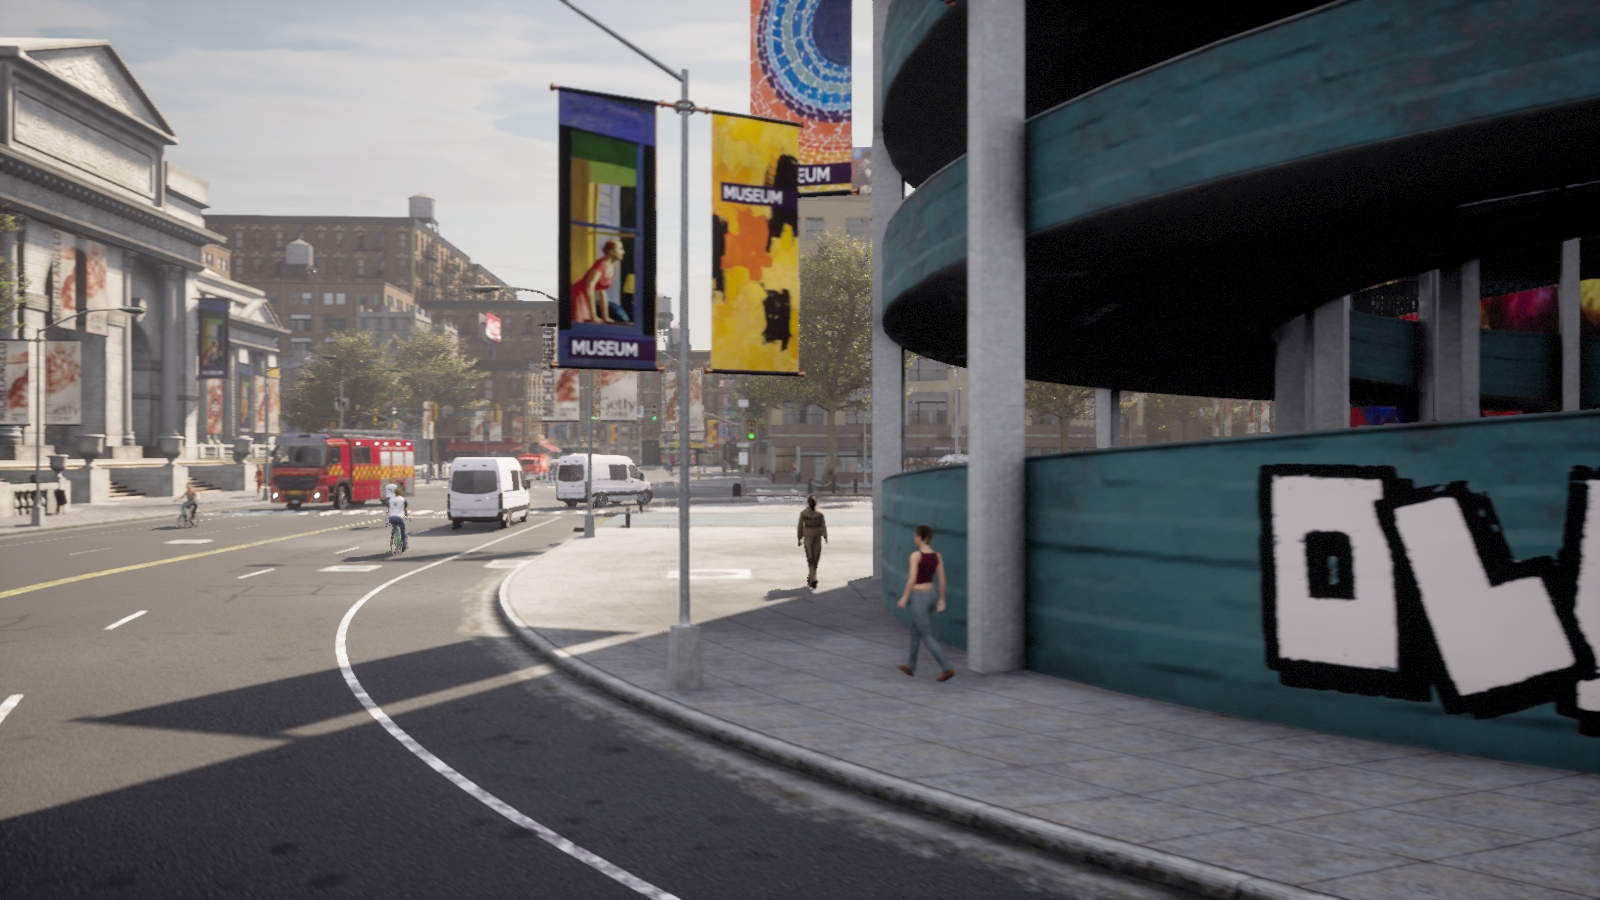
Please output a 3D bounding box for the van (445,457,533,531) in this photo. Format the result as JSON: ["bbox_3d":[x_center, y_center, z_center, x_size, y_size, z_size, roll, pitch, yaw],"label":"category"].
[{"bbox_3d":[-11.525,1.555,42.793,1.988,2.561,5.915,0,0,-3],"label":"van"}]

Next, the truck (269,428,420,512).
[{"bbox_3d":[-22.121,0.914,56.097,2.891,3.827,8.468,0,0,10],"label":"truck"}]

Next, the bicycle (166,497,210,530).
[{"bbox_3d":[-21.953,2.271,41.014,0.859,1.080,1.487,0,0,-3],"label":"bicycle"}]

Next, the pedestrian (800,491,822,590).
[{"bbox_3d":[0.212,1.712,21.834,0.375,1.860,0.375,0,0,-7],"label":"pedestrian"}]

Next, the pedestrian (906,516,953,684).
[{"bbox_3d":[1.487,1.705,13.143,0.375,1.860,0.375,0,0,-35],"label":"pedestrian"}]

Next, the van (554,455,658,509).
[{"bbox_3d":[-9.729,1.564,57.889,1.988,2.561,5.915,-1,-1,28],"label":"van"}]

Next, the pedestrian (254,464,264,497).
[{"bbox_3d":[-30.560,1.722,64.535,0.375,1.860,0.375,0,0,-2],"label":"pedestrian"}]
